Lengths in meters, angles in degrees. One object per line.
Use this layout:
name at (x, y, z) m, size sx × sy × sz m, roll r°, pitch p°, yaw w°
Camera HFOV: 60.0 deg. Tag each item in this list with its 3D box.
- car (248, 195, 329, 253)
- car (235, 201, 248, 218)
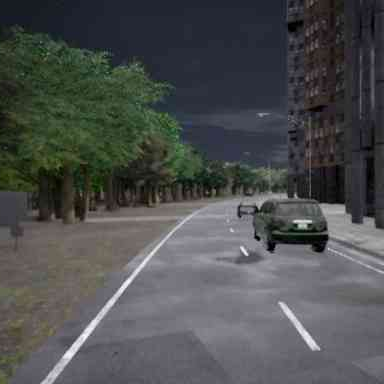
car at (3.974, 1.285, 14.254) m, size 2.150 × 2.045 × 5.566 m, roll 0°, pitch 0°, yaw 3°
car at (5.226, 1.602, 31.664) m, size 2.128 × 1.511 × 4.902 m, roll 0°, pitch 0°, yaw 5°
